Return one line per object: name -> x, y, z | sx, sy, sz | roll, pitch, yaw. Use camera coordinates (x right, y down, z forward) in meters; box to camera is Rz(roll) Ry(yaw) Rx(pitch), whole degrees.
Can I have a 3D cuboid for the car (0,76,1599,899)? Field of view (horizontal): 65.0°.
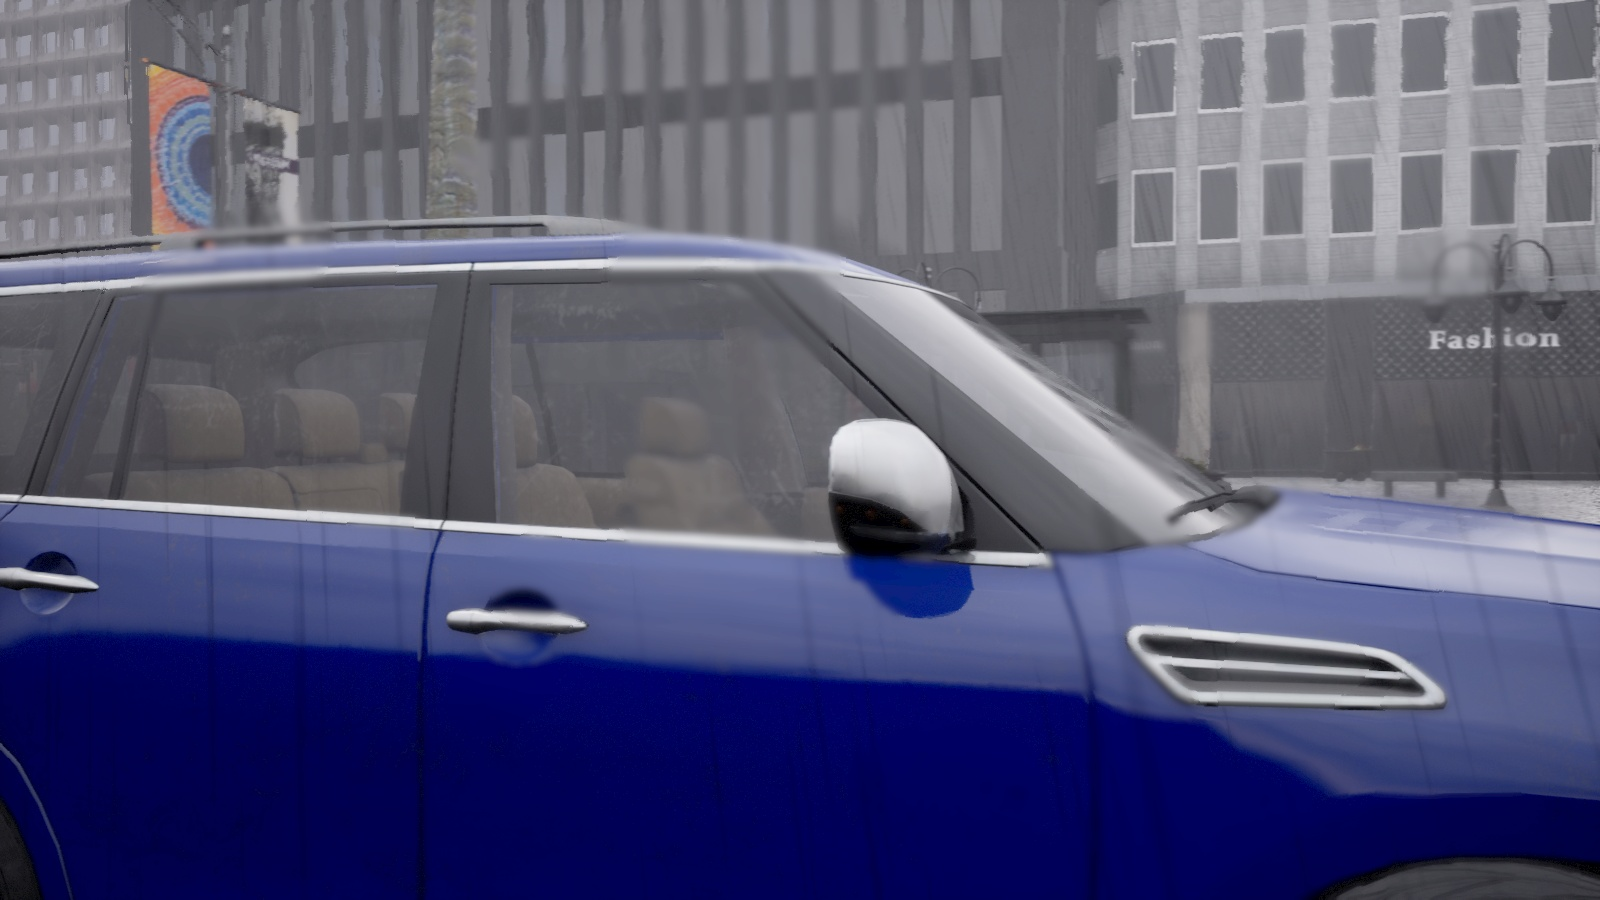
car -> -0.308, 0.492, 3.293 | 5.566, 2.045, 2.150 | 1, 1, 19
